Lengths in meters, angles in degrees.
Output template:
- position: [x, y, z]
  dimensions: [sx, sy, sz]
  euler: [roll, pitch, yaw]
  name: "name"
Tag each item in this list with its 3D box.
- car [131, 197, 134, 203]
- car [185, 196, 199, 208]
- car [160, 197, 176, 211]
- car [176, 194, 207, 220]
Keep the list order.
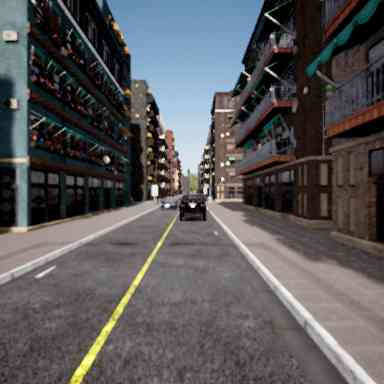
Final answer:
- position: [-13.511, 1.428, 64.907]
  dimensions: [4.097, 1.590, 1.967]
  euler: [-1, 0, 0]
  name: "car"
- position: [0.017, 1.398, 47.962]
  dimensions: [1.837, 1.490, 4.892]
  euler: [0, 1, 0]
  name: "car"
- position: [-2.790, 1.398, 40.225]
  dimensions: [2.128, 1.511, 4.902]
  euler: [0, 0, 1]
  name: "car"
- position: [0.083, 1.155, 27.723]
  dimensions: [2.150, 2.045, 5.566]
  euler: [0, 0, 1]
  name: "car"
